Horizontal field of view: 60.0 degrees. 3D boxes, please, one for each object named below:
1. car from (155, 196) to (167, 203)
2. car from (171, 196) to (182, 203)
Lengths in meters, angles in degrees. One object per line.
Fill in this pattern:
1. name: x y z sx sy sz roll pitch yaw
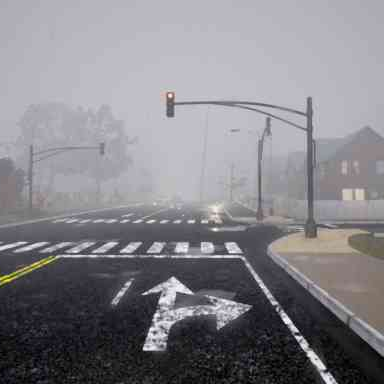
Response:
1. car: -6.319 1.497 68.173 1.882 1.535 5.008 0 0 5
2. car: -3.085 1.536 67.855 1.812 1.442 4.674 0 0 5
